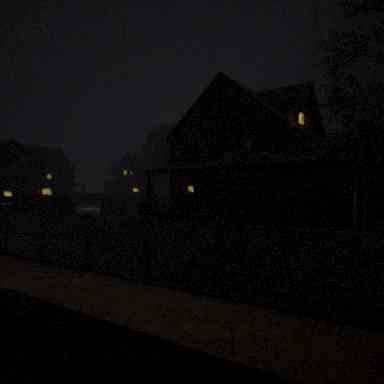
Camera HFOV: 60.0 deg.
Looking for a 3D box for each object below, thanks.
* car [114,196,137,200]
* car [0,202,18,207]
[{"bbox_3d":[-7.506,1.093,37.449,1.994,1.385,4.181,0,2,35],"label":"car"},{"bbox_3d":[-15.214,1.160,22.392,2.150,2.045,5.566,0,1,39],"label":"car"}]
